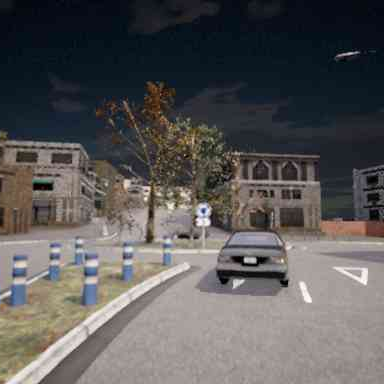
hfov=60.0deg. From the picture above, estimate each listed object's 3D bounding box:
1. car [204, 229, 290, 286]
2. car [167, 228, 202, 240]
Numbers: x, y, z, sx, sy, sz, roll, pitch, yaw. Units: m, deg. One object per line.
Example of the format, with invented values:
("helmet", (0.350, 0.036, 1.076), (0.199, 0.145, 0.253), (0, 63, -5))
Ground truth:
("car", (1.965, 1.836, 10.126), (2.033, 1.411, 5.357), (-1, -5, 14))
("car", (-0.409, 4.829, 38.218), (4.902, 1.511, 2.128), (1, -6, -2))
